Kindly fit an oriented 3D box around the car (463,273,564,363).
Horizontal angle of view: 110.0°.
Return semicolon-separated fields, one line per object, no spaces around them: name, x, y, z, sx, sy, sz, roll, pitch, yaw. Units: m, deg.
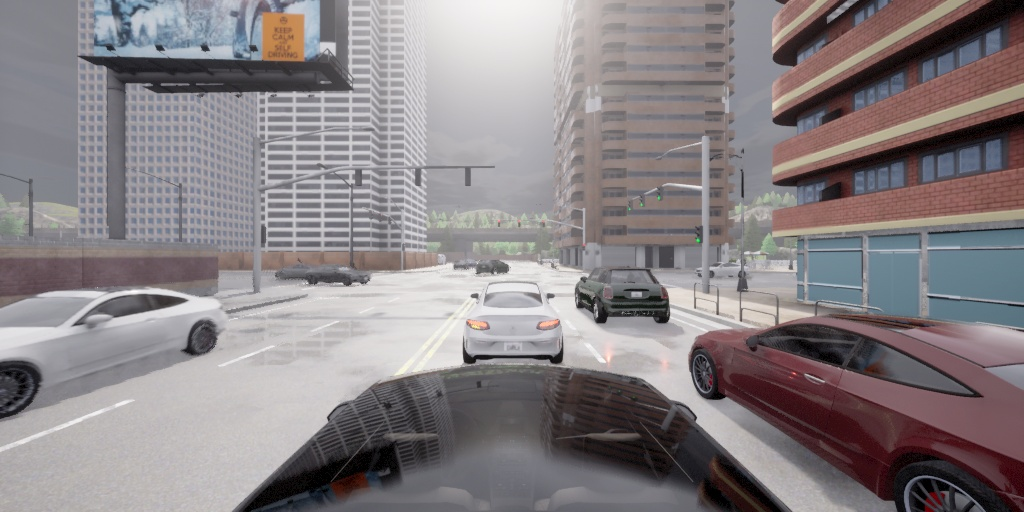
car;0.017;1.276;8.001;1.812;1.442;4.674;0;0;0

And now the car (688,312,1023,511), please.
car;3.580;1.276;3.498;1.812;1.442;4.674;0;0;0

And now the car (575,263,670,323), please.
car;3.499;1.102;12.217;2.097;1.767;4.553;0;0;0

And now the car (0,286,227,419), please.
car;-7.103;1.276;5.935;1.812;1.442;4.674;0;0;0

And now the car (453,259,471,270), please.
car;-7.498;1.228;52.986;1.882;1.535;5.008;0;0;0

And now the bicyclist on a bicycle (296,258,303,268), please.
bicyclist on a bicycle;-25.974;1.051;43.763;0.582;1.620;1.656;0;0;0

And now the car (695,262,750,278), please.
car;19.387;1.276;33.079;4.674;1.442;1.812;0;0;0

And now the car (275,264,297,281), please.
car;-16.934;1.314;29.433;4.181;1.385;1.994;0;0;-3

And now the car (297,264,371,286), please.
car;-12.003;1.275;24.694;4.674;1.442;1.812;0;0;17

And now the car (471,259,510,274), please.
car;-1.993;1.102;38.596;2.097;1.767;4.553;0;0;26

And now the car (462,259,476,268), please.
car;-7.549;1.228;63.007;1.882;1.535;5.008;0;0;0
